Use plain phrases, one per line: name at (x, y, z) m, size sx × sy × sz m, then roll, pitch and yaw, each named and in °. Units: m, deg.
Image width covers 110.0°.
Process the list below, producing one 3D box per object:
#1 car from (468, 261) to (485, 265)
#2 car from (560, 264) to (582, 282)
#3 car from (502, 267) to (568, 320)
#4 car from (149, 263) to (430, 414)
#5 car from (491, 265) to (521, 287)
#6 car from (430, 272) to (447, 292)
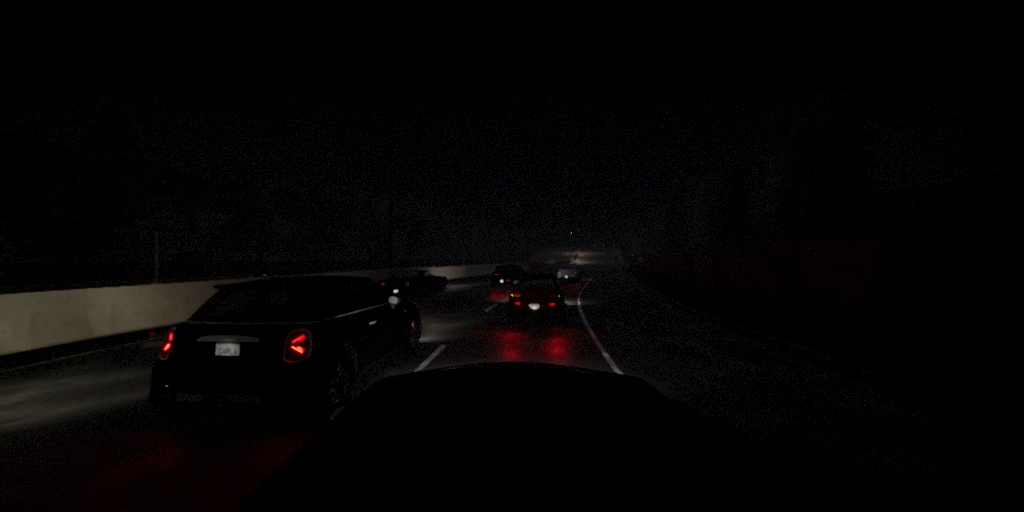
car at (-5.260, 1.530, 47.710) m, size 1.895 × 1.301 × 4.718 m, roll 0°, pitch 0°, yaw 15°
car at (4.968, 1.443, 31.103) m, size 1.812 × 1.442 × 4.674 m, roll 0°, pitch 0°, yaw 15°
car at (0.975, 1.330, 12.976) m, size 1.812 × 1.442 × 4.674 m, roll 0°, pitch 0°, yaw 7°
car at (-3.152, 1.102, 6.220) m, size 2.097 × 1.767 × 4.553 m, roll 0°, pitch 0°, yaw 3°
car at (-0.087, 1.366, 25.507) m, size 1.837 × 1.490 × 4.892 m, roll 0°, pitch 0°, yaw 14°
car at (-5.109, 1.400, 19.277) m, size 1.895 × 1.301 × 4.718 m, roll 0°, pitch 0°, yaw 11°
